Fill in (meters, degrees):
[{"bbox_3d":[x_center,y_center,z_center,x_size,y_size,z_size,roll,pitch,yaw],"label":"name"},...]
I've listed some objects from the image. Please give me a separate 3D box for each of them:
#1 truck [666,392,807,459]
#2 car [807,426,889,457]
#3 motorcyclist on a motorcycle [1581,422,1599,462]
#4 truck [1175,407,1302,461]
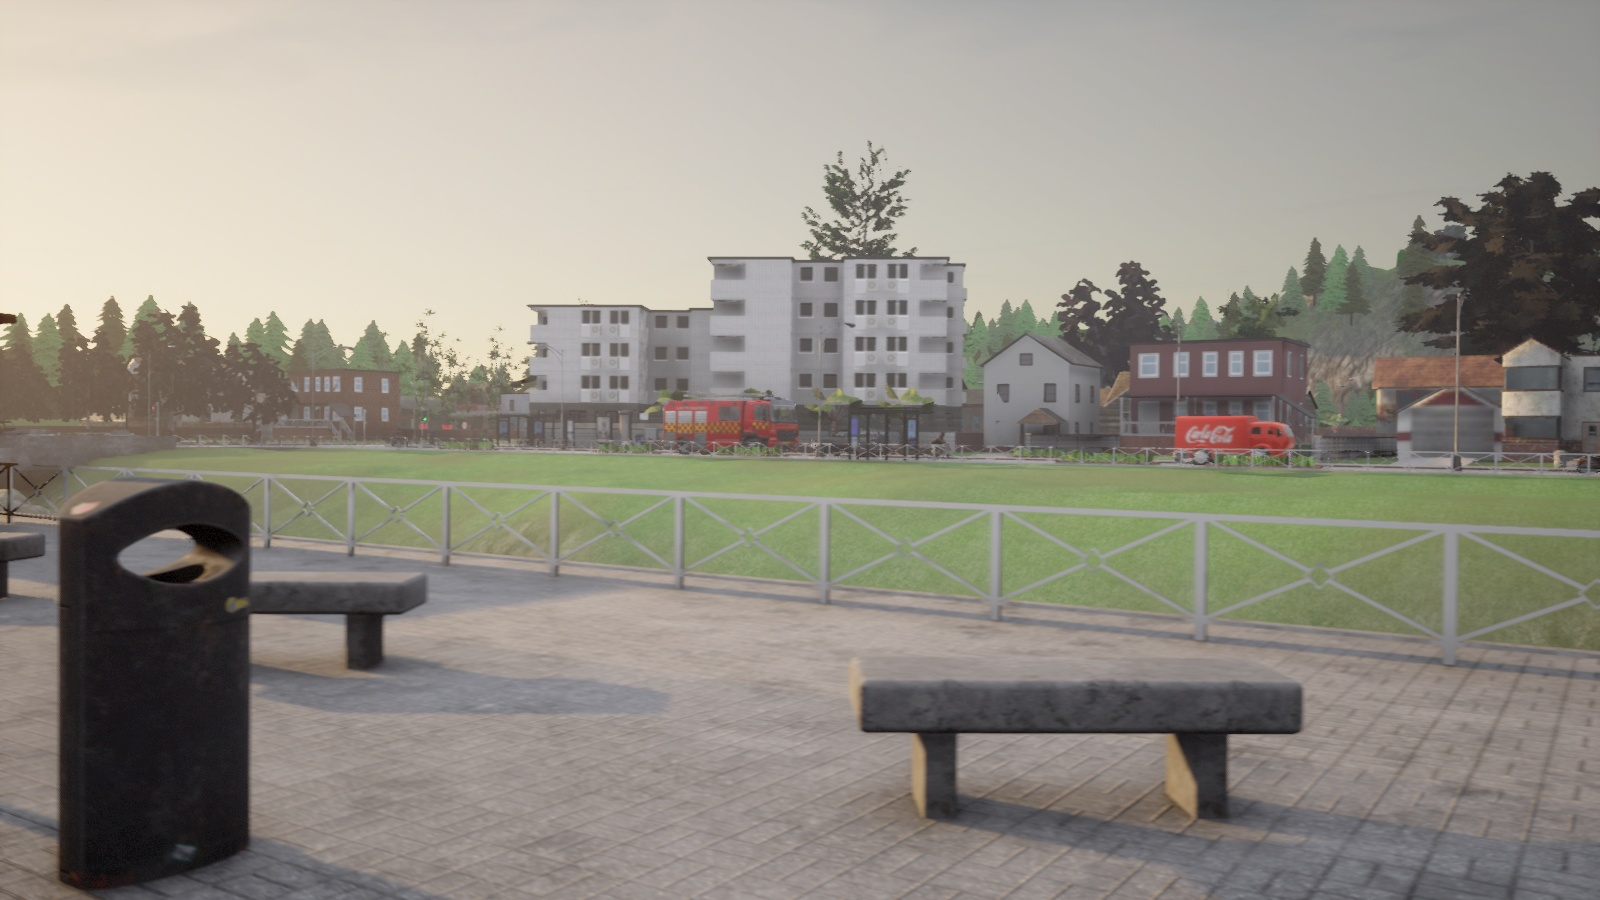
[{"bbox_3d":[-3.908,-1.436,76.067,8.468,3.827,2.891,0,1,34],"label":"truck"},{"bbox_3d":[2.895,-0.521,76.368,4.605,1.855,1.932,0,1,34],"label":"car"},{"bbox_3d":[33.322,-0.321,51.344,2.350,1.649,0.766,0,1,34],"label":"motorcyclist on a motorcycle"},{"bbox_3d":[20.824,-0.758,59.643,5.204,2.467,2.627,0,1,34],"label":"truck"}]
